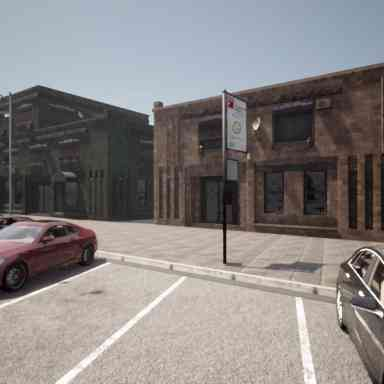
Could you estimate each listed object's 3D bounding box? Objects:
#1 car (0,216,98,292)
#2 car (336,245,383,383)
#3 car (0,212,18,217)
[{"bbox_3d":[-4.365,1.527,9.192,2.002,1.452,4.674,1,-1,16],"label":"car"},{"bbox_3d":[2.970,1.487,3.976,2.231,1.521,4.892,1,-1,15],"label":"car"},{"bbox_3d":[-6.817,1.518,10.906,2.163,1.488,4.792,1,-1,16],"label":"car"}]
